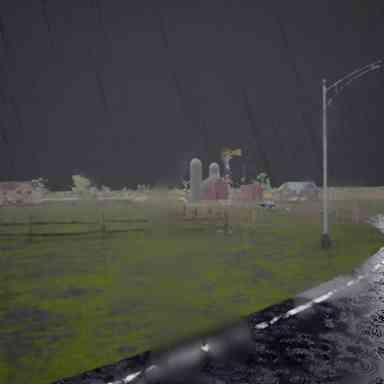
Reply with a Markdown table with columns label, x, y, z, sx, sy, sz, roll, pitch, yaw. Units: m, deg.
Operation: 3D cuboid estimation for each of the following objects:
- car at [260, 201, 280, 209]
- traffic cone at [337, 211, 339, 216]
| label | x | y | z | sx | sy | sz | roll | pitch | yaw |
| --- | --- | --- | --- | --- | --- | --- | --- | --- | --- |
| car | 14.971 | 2.422 | 64.040 | 1.882 | 1.535 | 5.008 | -1 | -1 | -16 |
| traffic cone | 17.356 | 2.520 | 39.741 | 0.340 | 0.580 | 0.340 | -1 | -1 | 2 |
